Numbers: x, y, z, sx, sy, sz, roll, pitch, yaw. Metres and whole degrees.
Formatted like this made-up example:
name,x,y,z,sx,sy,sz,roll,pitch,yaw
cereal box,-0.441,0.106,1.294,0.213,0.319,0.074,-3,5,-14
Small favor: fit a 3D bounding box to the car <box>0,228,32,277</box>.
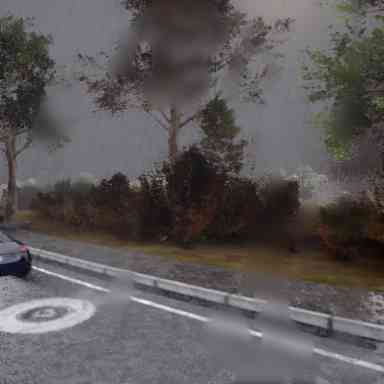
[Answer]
name,x,y,z,sx,sy,sz,roll,pitch,yaw
car,-6.201,1.586,9.270,4.181,1.385,1.994,0,0,41
